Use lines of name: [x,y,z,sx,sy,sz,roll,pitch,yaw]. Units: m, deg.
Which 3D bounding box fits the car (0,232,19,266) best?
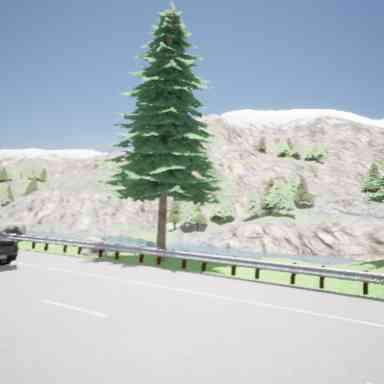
car: [-9.202,2.161,13.496,4.892,1.490,1.837,1,-6,26]
